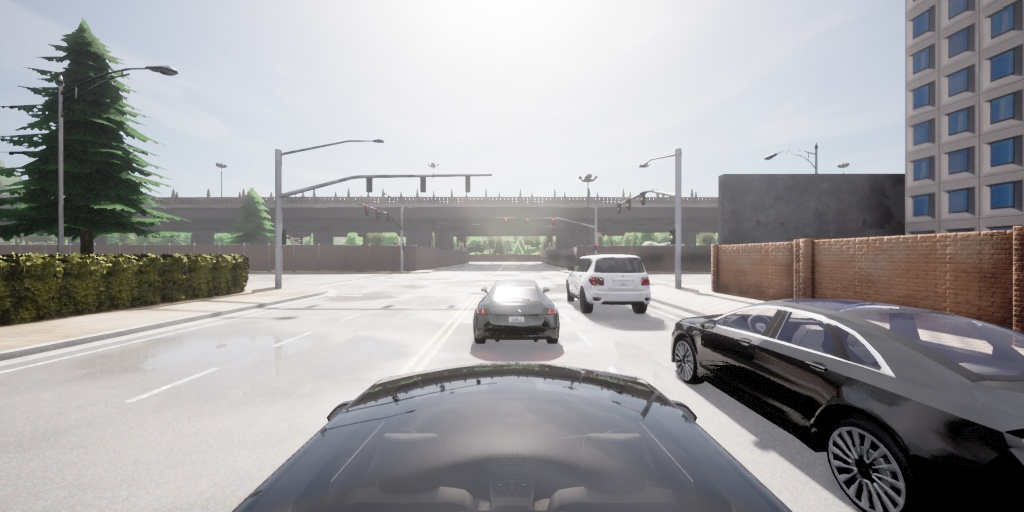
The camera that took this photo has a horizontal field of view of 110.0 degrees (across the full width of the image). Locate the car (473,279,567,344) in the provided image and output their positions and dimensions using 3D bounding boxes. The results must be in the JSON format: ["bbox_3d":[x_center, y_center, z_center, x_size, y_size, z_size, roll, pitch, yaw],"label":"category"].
[{"bbox_3d":[0.096,1.314,9.611,1.994,1.385,4.181,0,0,0],"label":"car"}]

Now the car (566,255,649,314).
[{"bbox_3d":[3.493,0.971,13.955,2.150,2.045,5.566,0,0,0],"label":"car"}]

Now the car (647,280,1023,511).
[{"bbox_3d":[3.596,1.242,4.150,2.128,1.511,4.902,0,0,0],"label":"car"}]
